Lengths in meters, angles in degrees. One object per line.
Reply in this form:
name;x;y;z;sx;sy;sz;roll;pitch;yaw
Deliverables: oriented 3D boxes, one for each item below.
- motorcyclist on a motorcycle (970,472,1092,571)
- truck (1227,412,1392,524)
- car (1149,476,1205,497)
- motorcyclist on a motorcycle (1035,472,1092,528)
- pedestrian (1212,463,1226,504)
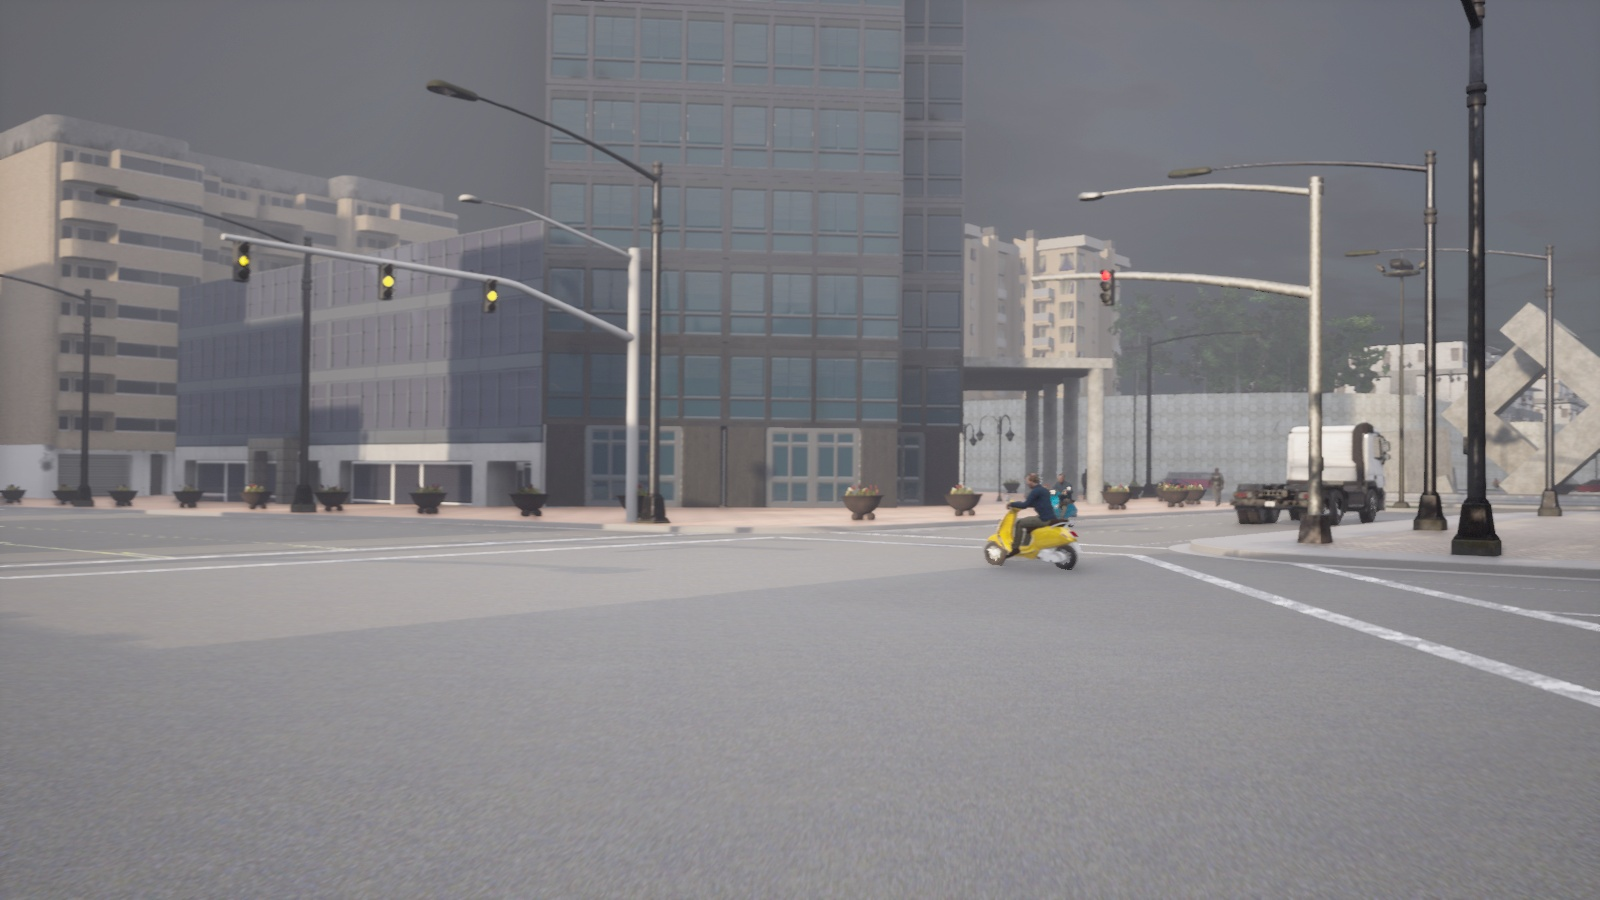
motorcyclist on a motorcycle;3.877;1.166;21.158;1.817;1.590;0.866;-1;-1;39
truck;17.514;0.627;42.826;2.891;3.462;7.936;-1;-1;40
car;24.746;2.382;82.572;1.994;1.385;4.181;0;-1;-7
motorcyclist on a motorcycle;7.638;1.436;36.408;0.866;1.590;1.817;-1;-1;40
pedestrian;19.244;1.529;57.608;0.563;1.883;0.849;0;-1;21
